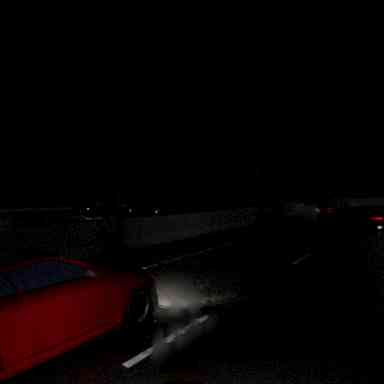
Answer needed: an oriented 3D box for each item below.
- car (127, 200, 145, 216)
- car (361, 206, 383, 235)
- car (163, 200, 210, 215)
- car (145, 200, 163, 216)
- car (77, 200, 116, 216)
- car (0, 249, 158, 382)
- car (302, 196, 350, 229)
[{"bbox_3d":[-4.514,1.535,33.830,2.128,1.511,4.902,0,0,34],"label":"car"},{"bbox_3d":[10.465,1.514,18.151,2.128,1.511,4.902,0,0,33],"label":"car"},{"bbox_3d":[-0.129,1.599,27.803,1.994,1.385,4.181,0,0,34],"label":"car"},{"bbox_3d":[-1.793,1.532,31.616,2.128,1.511,4.902,0,0,34],"label":"car"},{"bbox_3d":[-9.177,1.568,33.171,1.812,1.442,4.674,0,0,34],"label":"car"},{"bbox_3d":[-2.387,1.570,4.985,1.994,1.385,4.181,0,0,33],"label":"car"},{"bbox_3d":[9.074,1.250,22.387,2.150,2.045,5.566,0,0,34],"label":"car"}]
